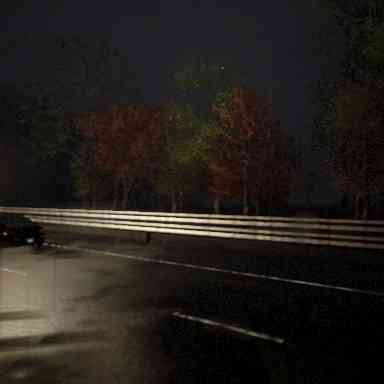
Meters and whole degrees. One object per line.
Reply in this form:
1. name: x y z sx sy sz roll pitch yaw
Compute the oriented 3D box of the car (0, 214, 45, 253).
1. car: -7.969 1.658 13.916 4.674 1.442 1.812 0 0 36
